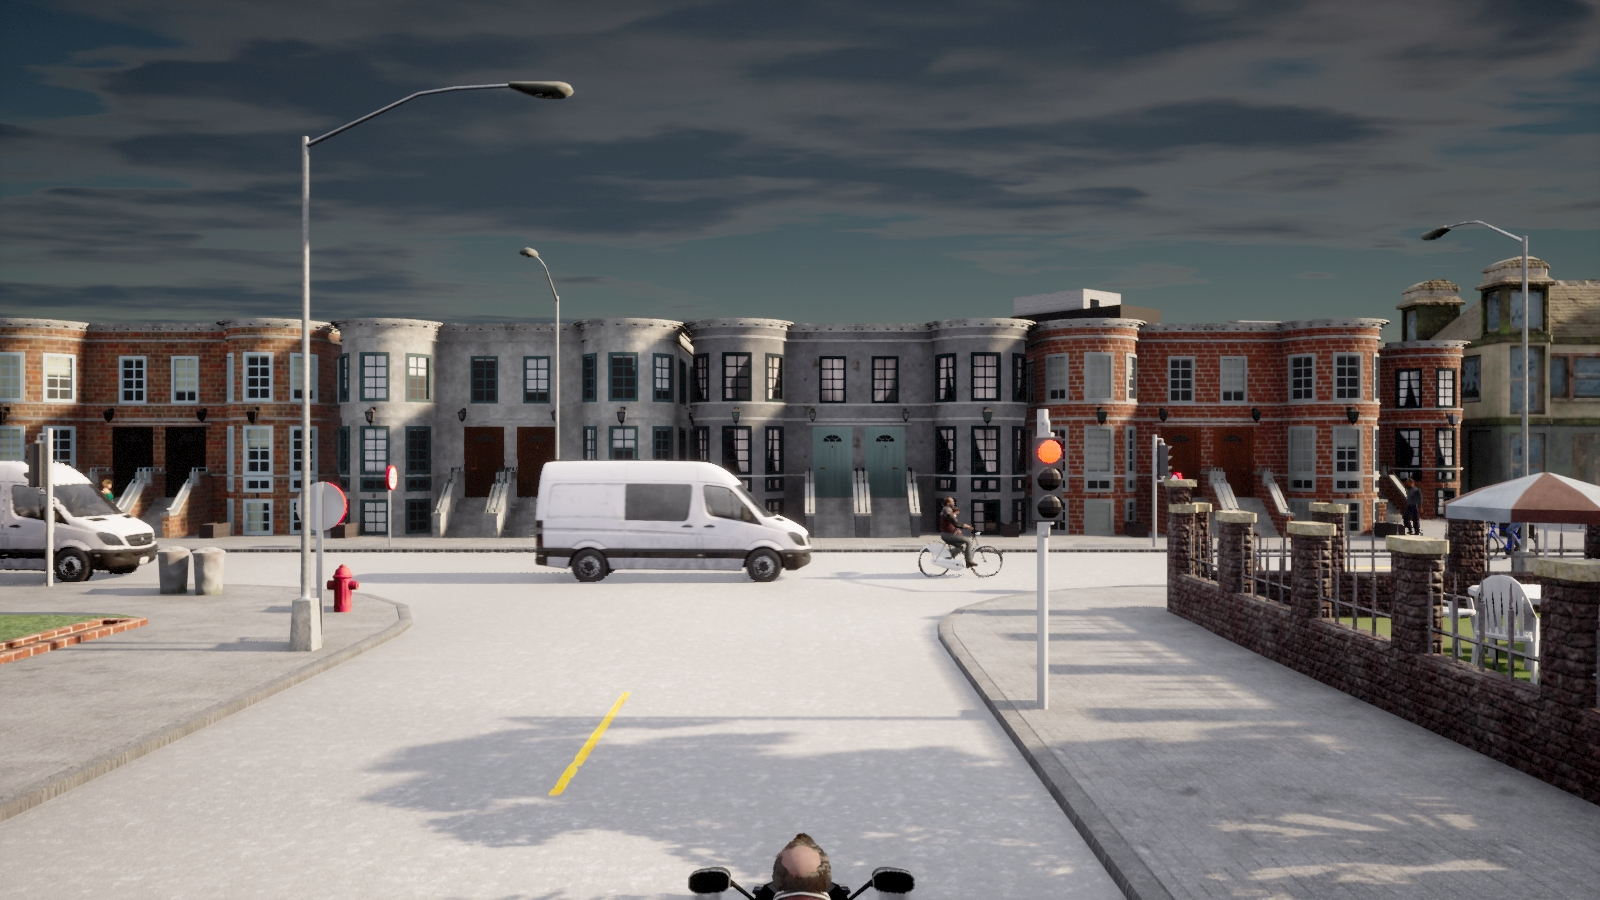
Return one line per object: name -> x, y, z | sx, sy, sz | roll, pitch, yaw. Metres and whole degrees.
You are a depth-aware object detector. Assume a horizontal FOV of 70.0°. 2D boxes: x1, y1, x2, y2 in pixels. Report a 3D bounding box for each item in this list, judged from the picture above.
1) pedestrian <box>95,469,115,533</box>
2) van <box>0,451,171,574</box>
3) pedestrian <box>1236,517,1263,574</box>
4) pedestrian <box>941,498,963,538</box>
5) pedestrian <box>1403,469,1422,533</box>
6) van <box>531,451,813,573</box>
pedestrian -> -20.625, 1.511, 33.893 | 0.375, 1.860, 0.375 | 0, 0, -2
van -> -17.219, 1.304, 24.919 | 5.915, 2.561, 1.988 | 0, 0, 0
pedestrian -> 9.055, 1.914, 23.011 | 0.500, 1.100, 0.500 | 0, 0, 24
pedestrian -> 4.237, 1.892, 31.881 | 0.500, 1.100, 0.500 | 0, 0, -7
pedestrian -> 18.181, 1.512, 33.910 | 0.375, 1.860, 0.375 | 0, 0, -1
van -> -2.684, 1.304, 24.917 | 5.915, 2.561, 1.988 | 0, 0, 0
